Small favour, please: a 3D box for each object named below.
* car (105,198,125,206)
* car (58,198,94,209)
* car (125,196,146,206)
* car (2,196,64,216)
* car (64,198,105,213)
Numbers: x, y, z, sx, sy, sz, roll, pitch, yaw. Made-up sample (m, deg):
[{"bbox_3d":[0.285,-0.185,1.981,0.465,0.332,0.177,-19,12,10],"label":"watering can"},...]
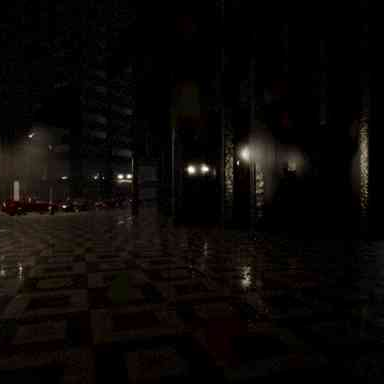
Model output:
[{"bbox_3d":[-12.828,1.572,50.753,1.802,1.307,4.206,0,0,35],"label":"car"},{"bbox_3d":[-16.037,1.538,46.115,1.887,1.381,4.507,0,0,35],"label":"car"},{"bbox_3d":[-9.619,1.427,55.390,1.967,1.590,4.097,0,0,35],"label":"car"},{"bbox_3d":[-15.460,1.322,31.967,2.192,1.841,5.009,0,0,35],"label":"car"},{"bbox_3d":[-12.250,1.569,36.606,1.947,1.339,4.313,0,0,35],"label":"car"}]
